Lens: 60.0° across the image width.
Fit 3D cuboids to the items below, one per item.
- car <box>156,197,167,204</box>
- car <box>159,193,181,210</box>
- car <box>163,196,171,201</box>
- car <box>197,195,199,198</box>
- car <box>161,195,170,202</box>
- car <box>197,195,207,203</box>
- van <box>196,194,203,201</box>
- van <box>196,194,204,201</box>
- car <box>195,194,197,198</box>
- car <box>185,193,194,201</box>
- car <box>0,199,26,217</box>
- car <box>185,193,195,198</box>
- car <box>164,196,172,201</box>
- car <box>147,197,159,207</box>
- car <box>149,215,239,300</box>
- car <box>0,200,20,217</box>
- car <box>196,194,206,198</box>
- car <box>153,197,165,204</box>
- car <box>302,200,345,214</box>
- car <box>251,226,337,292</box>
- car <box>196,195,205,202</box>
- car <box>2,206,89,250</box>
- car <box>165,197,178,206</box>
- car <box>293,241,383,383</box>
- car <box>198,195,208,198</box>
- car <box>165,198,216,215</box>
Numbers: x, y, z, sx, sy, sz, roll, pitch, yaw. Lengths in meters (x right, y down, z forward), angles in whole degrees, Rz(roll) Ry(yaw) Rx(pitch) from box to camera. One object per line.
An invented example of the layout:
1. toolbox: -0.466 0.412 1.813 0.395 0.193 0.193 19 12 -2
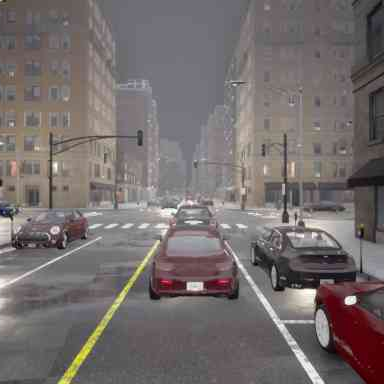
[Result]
1. car: -6.286 1.665 69.094 1.802 1.307 4.206 0 0 -1
2. car: -2.925 1.382 42.912 2.097 1.767 4.553 0 0 -5
3. car: -6.477 1.721 85.617 1.802 1.307 4.206 0 0 -1
4. car: 2.367 1.622 58.172 1.947 1.339 4.313 0 0 -1
5. car: -6.412 1.559 80.110 1.967 1.590 4.097 0 0 -1
6. car: 2.176 1.541 74.694 1.967 1.590 4.097 0 0 -1
7. van: 1.985 1.504 91.214 1.690 1.788 3.998 0 0 -1
8. van: 2.049 1.481 85.707 1.690 1.788 3.998 0 0 -1
9. car: 2.240 1.399 69.186 2.192 1.841 5.009 0 0 -1
10. car: -0.674 1.383 90.111 2.150 2.045 5.566 0 0 -1
11. car: -18.032 1.416 30.187 4.902 1.511 2.128 0 0 0
12. car: -0.550 1.341 79.392 2.150 2.045 5.566 0 0 -1
13. car: -6.541 1.728 91.125 1.947 1.339 4.313 0 0 -1
14. car: -6.094 1.595 52.571 2.008 1.369 4.403 0 0 -1
15. car: 0.018 1.528 8.277 1.812 1.442 4.674 0 0 -1
16. car: -17.156 1.123 26.946 5.566 2.045 2.150 0 0 0
17. car: 2.301 1.595 63.849 1.752 1.417 4.829 0 0 -1
18. car: -6.222 1.613 63.586 1.887 1.381 4.507 0 0 -1
19. car: 14.634 1.648 37.153 4.674 1.442 1.812 0 0 1
20. car: 2.657 1.553 8.739 2.008 1.369 4.403 0 0 0
21. car: 2.112 1.559 80.199 1.967 1.590 4.097 0 0 -1
22. car: -5.880 1.445 14.209 1.967 1.590 4.097 0 0 0
23. car: -3.363 1.615 55.587 1.994 1.385 4.181 0 0 -1
24. car: 2.669 1.545 3.248 1.887 1.381 4.507 0 0 0
25. car: 2.431 1.590 52.666 1.887 1.381 4.507 0 0 -1
26. car: 0.066 1.358 15.581 2.097 1.767 4.553 0 0 0
